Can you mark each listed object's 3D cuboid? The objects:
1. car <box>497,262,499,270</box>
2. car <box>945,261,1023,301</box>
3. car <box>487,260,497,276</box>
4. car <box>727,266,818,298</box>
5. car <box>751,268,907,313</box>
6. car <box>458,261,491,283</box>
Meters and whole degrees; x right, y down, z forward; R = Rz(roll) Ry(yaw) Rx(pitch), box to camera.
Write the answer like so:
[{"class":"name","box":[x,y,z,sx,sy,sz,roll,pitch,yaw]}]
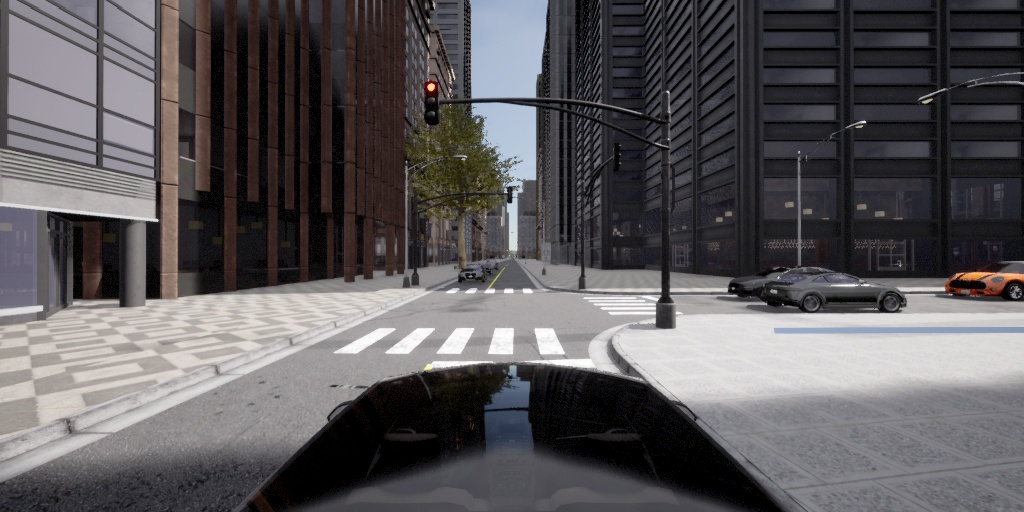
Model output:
[{"class":"car","box":[-2.932,1.277,51.539,2.128,1.511,4.902,0,0,0]},{"class":"car","box":[22.698,1.016,16.171,4.553,1.767,2.097,0,0,0]},{"class":"car","box":[-2.990,1.362,38.231,1.895,1.301,4.718,0,0,0]},{"class":"car","box":[12.415,1.207,16.177,4.892,1.490,1.837,0,0,0]},{"class":"car","box":[11.558,1.257,13.077,4.181,1.385,1.994,0,0,0]},{"class":"car","box":[-3.021,1.318,28.177,1.994,1.385,4.181,0,0,0]}]
